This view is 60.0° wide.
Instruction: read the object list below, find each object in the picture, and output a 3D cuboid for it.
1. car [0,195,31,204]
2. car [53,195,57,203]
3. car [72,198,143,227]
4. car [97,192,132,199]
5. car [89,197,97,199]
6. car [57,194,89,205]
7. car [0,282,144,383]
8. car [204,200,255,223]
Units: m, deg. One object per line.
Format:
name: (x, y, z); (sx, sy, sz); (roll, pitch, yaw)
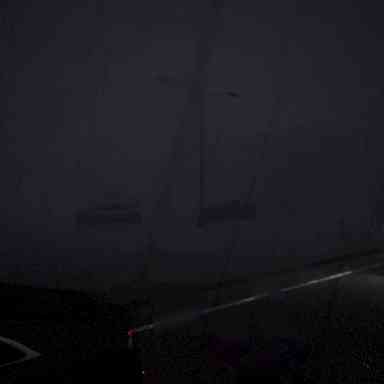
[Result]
car: (-29.116, 1.258, 54.826); (4.514, 1.523, 2.007); (0, 0, -35)
car: (-21.240, 1.151, 55.860); (3.806, 1.475, 1.970); (0, 0, -35)
car: (-5.232, 1.341, 21.030); (3.806, 1.475, 1.970); (0, 0, -35)
car: (-7.972, 1.011, 38.149); (4.605, 1.855, 1.932); (0, 0, -35)
car: (-9.974, 0.993, 40.295); (3.866, 1.878, 1.905); (0, 0, -35)
car: (-17.301, 1.070, 50.784); (5.027, 1.636, 2.152); (0, 0, -35)
car: (-2.683, 1.495, 2.072); (4.902, 1.511, 2.128); (-1, 0, -35)
car: (2.558, 1.287, 22.836); (3.633, 1.501, 1.845); (0, 0, -35)
